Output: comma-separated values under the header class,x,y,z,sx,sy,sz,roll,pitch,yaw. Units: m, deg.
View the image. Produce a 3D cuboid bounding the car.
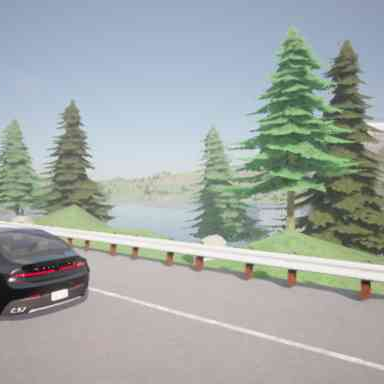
class,x,y,z,sx,sy,sz,roll,pitch,yaw
car,-4.215,1.525,7.172,4.892,1.490,1.837,0,0,37
